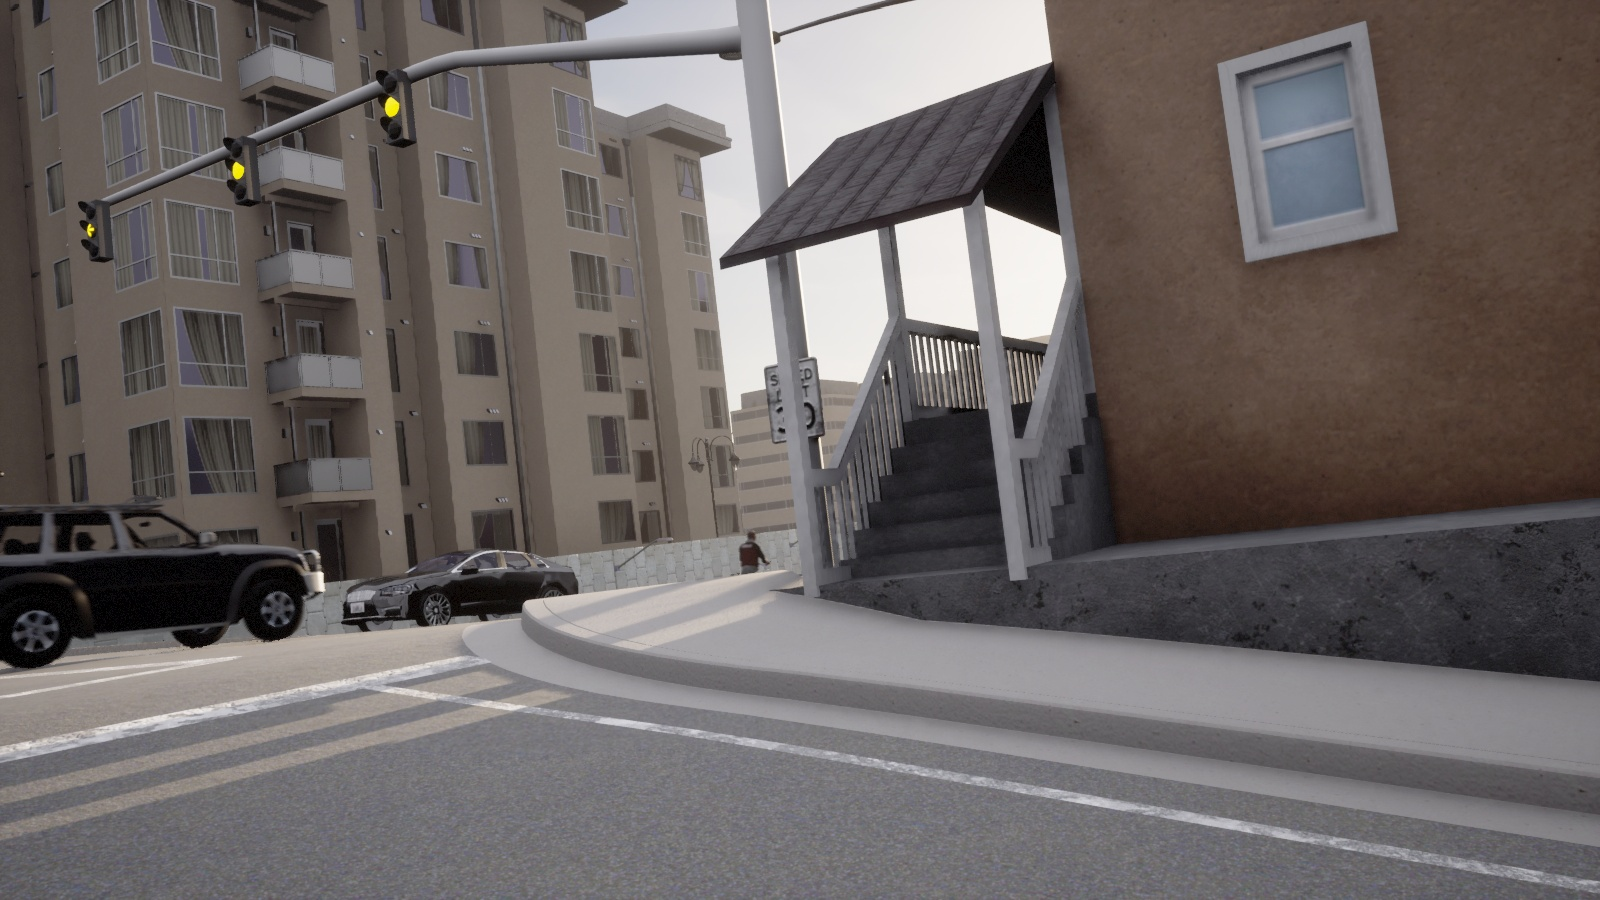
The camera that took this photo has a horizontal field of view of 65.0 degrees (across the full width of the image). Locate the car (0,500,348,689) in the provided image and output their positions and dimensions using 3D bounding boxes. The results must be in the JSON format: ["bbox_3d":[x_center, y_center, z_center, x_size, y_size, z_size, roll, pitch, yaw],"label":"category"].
[{"bbox_3d":[-8.032,1.687,14.944,1.932,1.855,4.605,-10,-7,33],"label":"car"}]

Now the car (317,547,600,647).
[{"bbox_3d":[-6.308,2.718,23.755,2.128,1.511,4.902,-10,-9,33],"label":"car"}]
